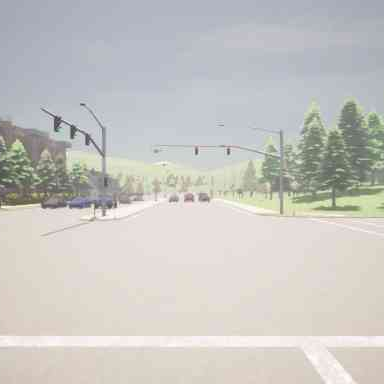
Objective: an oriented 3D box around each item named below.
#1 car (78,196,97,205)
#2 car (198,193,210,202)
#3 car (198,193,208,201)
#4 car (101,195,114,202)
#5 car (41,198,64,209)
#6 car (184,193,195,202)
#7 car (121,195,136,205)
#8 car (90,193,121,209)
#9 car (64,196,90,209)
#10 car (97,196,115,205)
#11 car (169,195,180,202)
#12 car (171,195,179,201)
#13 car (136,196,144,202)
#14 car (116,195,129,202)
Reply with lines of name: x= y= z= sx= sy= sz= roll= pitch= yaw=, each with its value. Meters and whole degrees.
car: x=-18.957 y=1.477 z=60.717 sx=1.882 sy=1.535 sz=5.008 roll=0 pitch=0 yaw=0
car: x=2.905 y=1.501 z=73.442 sx=1.837 sy=1.490 sz=4.892 roll=0 pitch=0 yaw=-1
car: x=2.748 y=1.194 z=83.666 sx=2.150 sy=2.045 sz=5.566 roll=0 pitch=0 yaw=-1
car: x=-19.135 y=1.489 z=75.862 sx=1.837 sy=1.490 sz=4.892 roll=0 pitch=0 yaw=-1
car: x=-18.771 y=1.547 z=45.604 sx=2.033 sy=1.411 sz=5.357 roll=0 pitch=0 yaw=-1
car: x=-0.589 y=1.225 z=73.019 sx=2.150 sy=2.045 sz=5.566 roll=0 pitch=0 yaw=-1
car: x=-11.957 y=1.507 z=60.051 sx=1.837 sy=1.490 sz=4.892 roll=0 pitch=0 yaw=-1
car: x=-11.773 y=1.222 z=45.720 sx=2.150 sy=2.045 sz=5.566 roll=0 pitch=0 yaw=-1
car: x=-15.269 y=1.478 z=45.536 sx=1.882 sy=1.535 sz=5.008 roll=0 pitch=0 yaw=-1
car: x=-15.456 y=1.493 z=60.005 sx=2.128 sy=1.511 sz=4.902 roll=0 pitch=0 yaw=-1
car: x=-4.087 y=1.541 z=72.899 sx=2.033 sy=1.411 sz=5.357 roll=0 pitch=0 yaw=-1
car: x=-4.251 y=1.488 z=83.517 sx=1.812 sy=1.442 sz=4.674 roll=0 pitch=0 yaw=-1
car: x=-12.127 y=1.530 z=75.403 sx=2.033 sy=1.411 sz=5.357 roll=0 pitch=0 yaw=-1
car: x=-15.625 y=1.469 z=75.216 sx=1.882 sy=1.535 sz=5.008 roll=0 pitch=0 yaw=-1
